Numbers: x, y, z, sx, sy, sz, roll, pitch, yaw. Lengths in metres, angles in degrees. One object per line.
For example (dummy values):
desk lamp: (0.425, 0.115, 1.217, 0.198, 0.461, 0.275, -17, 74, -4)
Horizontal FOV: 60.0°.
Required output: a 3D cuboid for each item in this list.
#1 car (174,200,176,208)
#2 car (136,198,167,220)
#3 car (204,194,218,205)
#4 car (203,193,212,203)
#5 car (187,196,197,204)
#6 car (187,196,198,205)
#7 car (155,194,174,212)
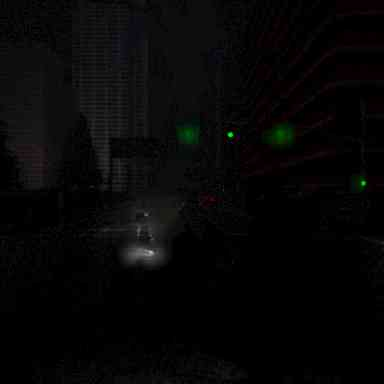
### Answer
car: (-3.502, 1.589, 48.568, 1.812, 1.442, 4.674, 0, 0, 0)
car: (-3.597, 1.536, 28.665, 2.128, 1.511, 4.902, 0, 0, 0)
car: (3.497, 1.573, 58.503, 1.837, 1.490, 4.892, 0, 0, 0)
car: (3.497, 1.290, 68.387, 2.150, 2.045, 5.566, 0, 0, 0)
car: (-0.003, 1.581, 69.034, 1.837, 1.490, 4.892, 0, 0, 0)
car: (0.099, 1.635, 59.430, 1.994, 1.385, 4.181, 0, 0, 0)
car: (-3.572, 1.406, 38.589, 2.097, 1.767, 4.553, 0, 0, 0)
